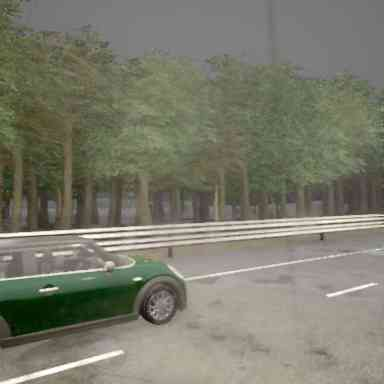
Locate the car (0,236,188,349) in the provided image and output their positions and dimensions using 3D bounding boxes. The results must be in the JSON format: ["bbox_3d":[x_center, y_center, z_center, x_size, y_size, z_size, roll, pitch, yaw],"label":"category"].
[{"bbox_3d":[-2.306,1.606,6.237,4.553,1.767,2.097,1,-2,-34],"label":"car"}]
